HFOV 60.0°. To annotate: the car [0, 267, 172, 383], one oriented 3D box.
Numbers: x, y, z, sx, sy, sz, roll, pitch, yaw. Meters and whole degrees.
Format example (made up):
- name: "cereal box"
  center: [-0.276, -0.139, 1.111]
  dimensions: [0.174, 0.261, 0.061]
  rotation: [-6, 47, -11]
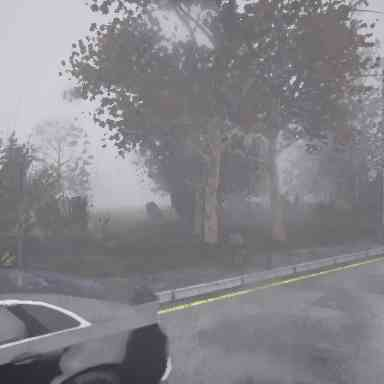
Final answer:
- name: "car"
  center: [-2.500, 1.491, 2.635]
  dimensions: [4.902, 1.511, 2.128]
  rotation: [0, 0, -35]
